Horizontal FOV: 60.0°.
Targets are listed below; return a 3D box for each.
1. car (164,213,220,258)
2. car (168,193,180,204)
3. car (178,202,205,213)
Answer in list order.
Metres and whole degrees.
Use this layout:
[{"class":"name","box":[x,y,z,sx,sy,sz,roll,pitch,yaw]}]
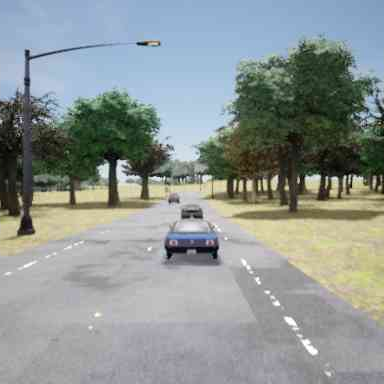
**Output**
[{"class":"car","box":[0.009,1.720,13.252,1.895,1.301,4.718,0,0,0]},{"class":"car","box":[-3.553,1.273,65.645,2.150,2.045,5.566,0,1,0]},{"class":"car","box":[0.004,1.756,28.513,1.837,1.490,4.892,0,0,0]}]
